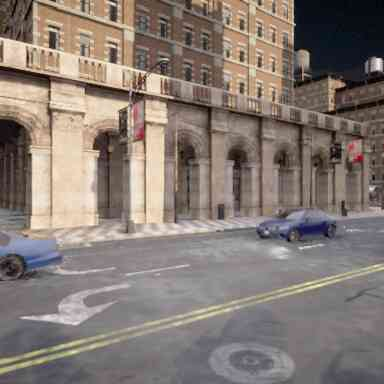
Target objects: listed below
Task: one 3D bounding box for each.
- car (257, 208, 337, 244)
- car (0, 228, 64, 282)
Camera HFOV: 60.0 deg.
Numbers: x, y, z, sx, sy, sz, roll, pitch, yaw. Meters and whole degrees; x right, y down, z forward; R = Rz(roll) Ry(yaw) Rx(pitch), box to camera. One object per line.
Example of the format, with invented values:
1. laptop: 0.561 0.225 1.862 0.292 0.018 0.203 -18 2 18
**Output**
1. car: 5.237 1.548 16.246 4.674 1.442 1.812 0 0 -36
2. car: -6.155 1.547 8.358 5.357 1.411 2.033 0 0 -33
